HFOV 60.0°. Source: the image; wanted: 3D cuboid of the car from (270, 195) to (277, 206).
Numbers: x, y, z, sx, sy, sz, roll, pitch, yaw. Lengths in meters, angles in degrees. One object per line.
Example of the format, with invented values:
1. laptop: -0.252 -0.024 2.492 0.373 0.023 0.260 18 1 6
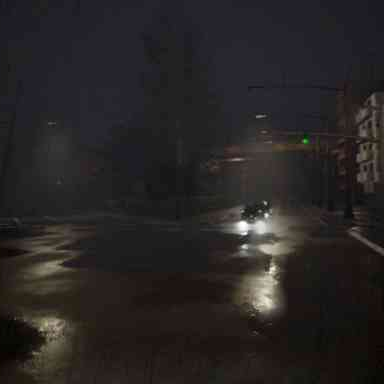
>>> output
1. car: 12.427 1.679 54.790 2.128 1.511 4.902 -2 -1 16

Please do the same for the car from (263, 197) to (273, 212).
1. car: 8.522 1.715 40.745 1.994 1.385 4.181 -2 -1 16

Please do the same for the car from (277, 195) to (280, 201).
1. car: 21.284 1.728 87.483 2.038 1.542 4.974 -2 -1 40

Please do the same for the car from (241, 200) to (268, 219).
1. car: 5.606 1.725 30.218 1.895 1.301 4.718 -2 -1 16

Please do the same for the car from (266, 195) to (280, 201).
1. car: 21.313 1.570 87.525 1.853 1.218 4.536 -2 -1 40

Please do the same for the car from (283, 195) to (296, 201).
1. car: 25.213 1.620 86.084 2.038 1.542 4.974 -1 -1 -5

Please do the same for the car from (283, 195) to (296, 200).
1. car: 25.204 1.463 86.137 1.853 1.218 4.536 -1 -1 -5
